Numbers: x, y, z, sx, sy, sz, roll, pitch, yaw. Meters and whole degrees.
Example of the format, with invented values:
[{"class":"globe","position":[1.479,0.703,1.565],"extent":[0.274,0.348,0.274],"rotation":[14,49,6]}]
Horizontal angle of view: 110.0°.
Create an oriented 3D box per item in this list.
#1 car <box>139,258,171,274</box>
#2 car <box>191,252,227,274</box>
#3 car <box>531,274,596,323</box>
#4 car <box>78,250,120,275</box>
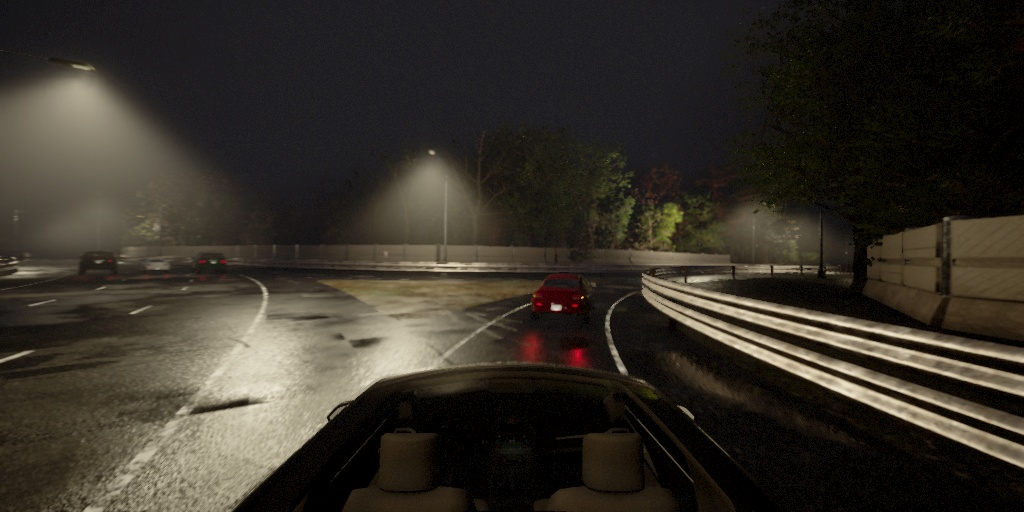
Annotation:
[{"class":"car","position":[-33.676,0.898,33.863],"extent":[4.674,1.442,1.812],"rotation":[1,0,42]},{"class":"car","position":[-29.455,0.655,34.816],"extent":[5.566,2.045,2.150],"rotation":[1,0,42]},{"class":"car","position":[1.899,1.333,12.549],"extent":[1.812,1.442,4.674],"rotation":[1,0,16]},{"class":"car","position":[-35.817,0.556,31.143],"extent":[5.566,2.045,2.150],"rotation":[1,0,42]}]
